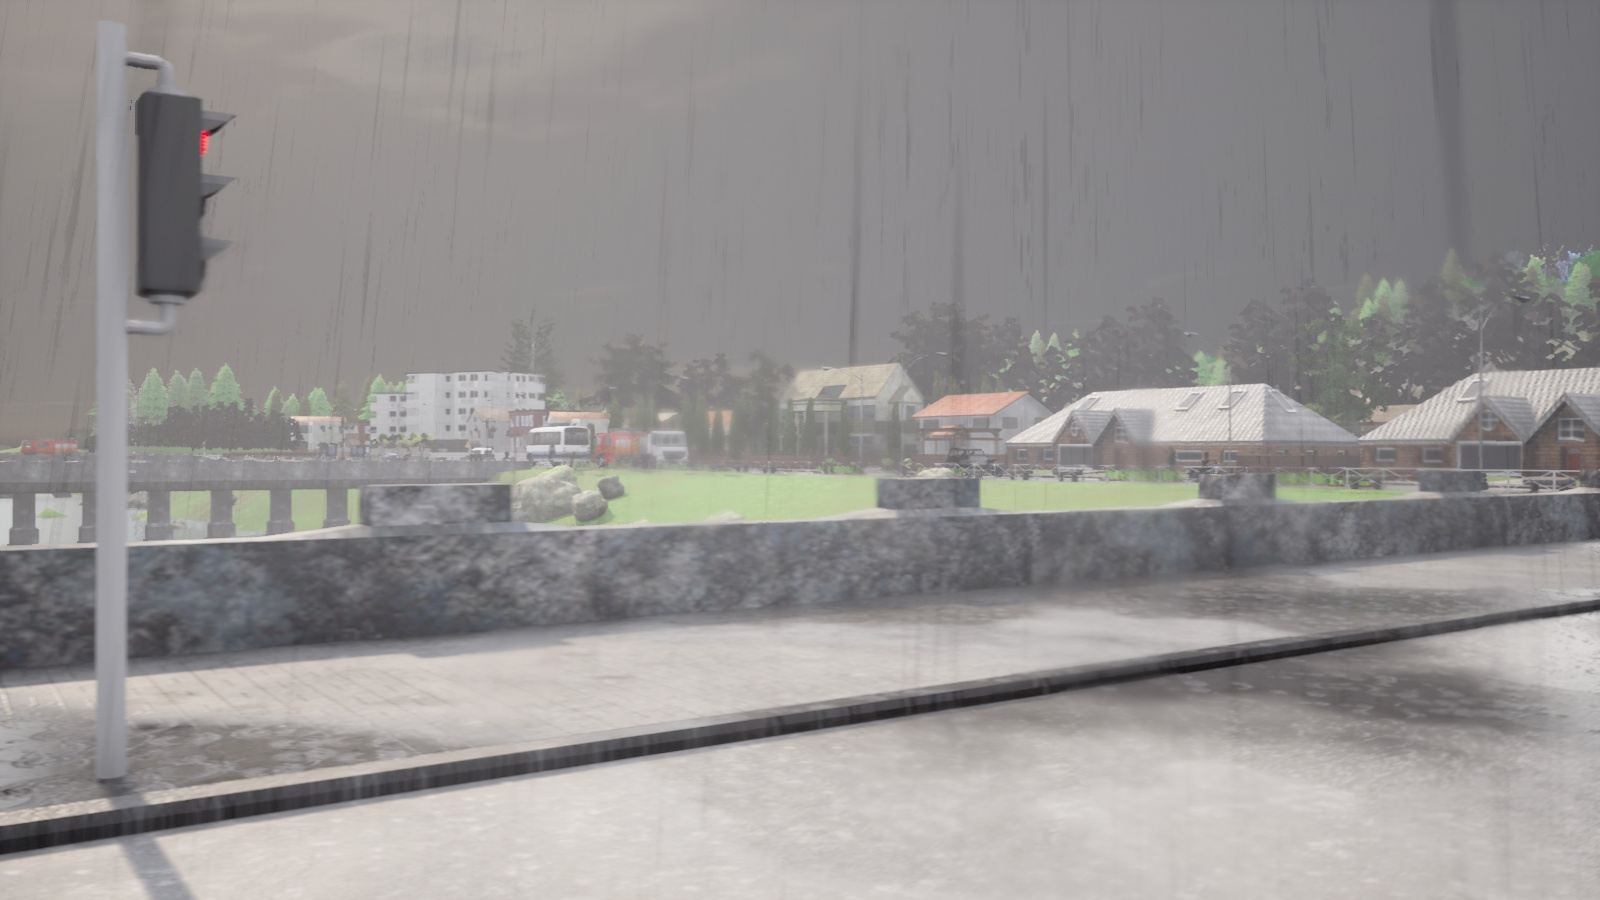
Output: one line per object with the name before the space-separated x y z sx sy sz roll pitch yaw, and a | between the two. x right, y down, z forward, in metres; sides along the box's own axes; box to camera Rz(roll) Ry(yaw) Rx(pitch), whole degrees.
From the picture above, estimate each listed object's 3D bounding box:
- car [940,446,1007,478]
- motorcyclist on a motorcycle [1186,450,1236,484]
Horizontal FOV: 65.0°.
car | 10.374 0.703 75.290 1.905 1.878 3.866 0 0 -35
motorcyclist on a motorcycle | 20.069 0.803 61.363 0.766 1.649 2.350 0 0 -35
